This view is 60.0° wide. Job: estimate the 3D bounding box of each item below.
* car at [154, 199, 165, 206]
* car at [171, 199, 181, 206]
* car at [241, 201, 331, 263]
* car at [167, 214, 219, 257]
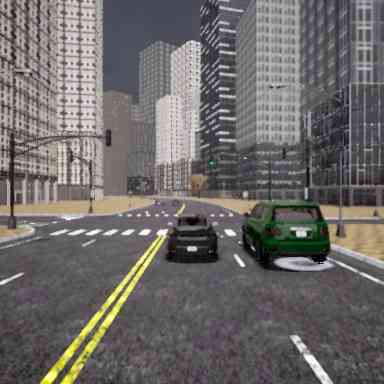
[{"bbox_3d":[-6.509,2.125,67.606,2.128,1.511,4.902,0,0,0],"label":"car"},{"bbox_3d":[-3.259,2.110,67.722,1.837,1.490,4.892,0,0,0],"label":"car"},{"bbox_3d":[3.263,1.350,12.570,2.150,2.045,5.566,0,0,0],"label":"car"},{"bbox_3d":[0.027,1.642,13.491,1.837,1.490,4.892,0,0,1],"label":"car"}]
